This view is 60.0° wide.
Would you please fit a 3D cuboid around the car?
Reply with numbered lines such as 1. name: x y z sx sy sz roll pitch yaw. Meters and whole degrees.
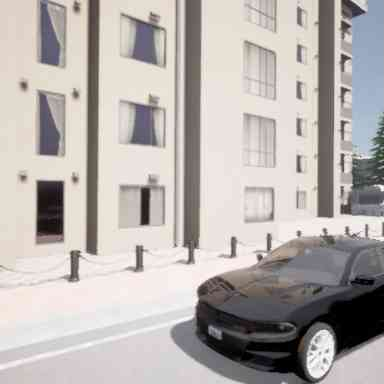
1. car: 2.322 1.520 5.649 5.008 1.535 1.882 1 0 -35
